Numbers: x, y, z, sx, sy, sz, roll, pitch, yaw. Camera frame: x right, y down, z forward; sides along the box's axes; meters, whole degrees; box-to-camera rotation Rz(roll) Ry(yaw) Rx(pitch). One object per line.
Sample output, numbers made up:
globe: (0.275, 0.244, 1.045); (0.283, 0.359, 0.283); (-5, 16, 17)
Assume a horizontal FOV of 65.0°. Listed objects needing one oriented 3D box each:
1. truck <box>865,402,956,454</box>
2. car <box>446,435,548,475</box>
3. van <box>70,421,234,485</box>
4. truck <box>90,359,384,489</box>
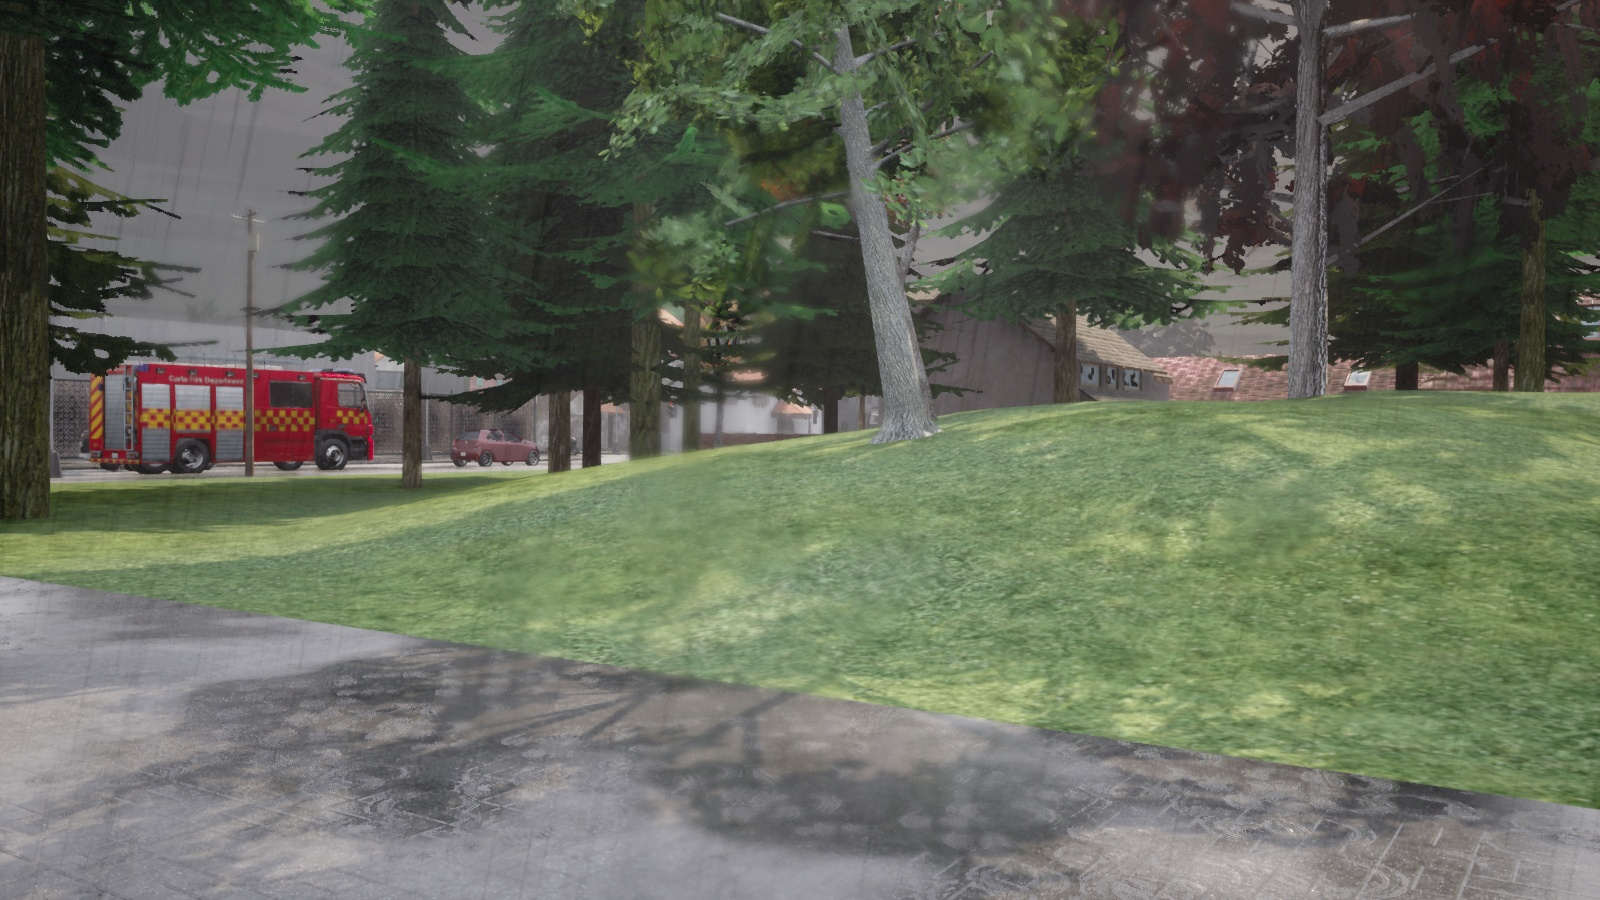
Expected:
truck: (7.773, -1.513, 87.329); (2.891, 3.462, 7.936); (0, 1, 33)
car: (-12.067, 0.169, 50.173); (1.845, 1.501, 3.633); (0, 1, 33)
van: (-21.899, 0.075, 42.608); (2.069, 2.038, 4.480); (0, 0, 34)
truck: (-18.100, -0.831, 41.094); (2.891, 3.827, 8.468); (0, 1, 34)
